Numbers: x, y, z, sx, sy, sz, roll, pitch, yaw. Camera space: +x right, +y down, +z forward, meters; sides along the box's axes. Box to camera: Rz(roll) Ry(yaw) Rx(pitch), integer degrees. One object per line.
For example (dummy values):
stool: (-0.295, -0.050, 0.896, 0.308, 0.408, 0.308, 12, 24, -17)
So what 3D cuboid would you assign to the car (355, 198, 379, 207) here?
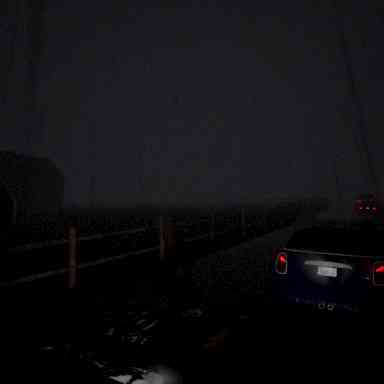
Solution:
car: (17.790, 1.589, 33.676, 2.033, 1.411, 5.357, 0, 0, 28)

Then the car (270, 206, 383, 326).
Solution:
car: (3.336, 1.358, 7.425, 2.097, 1.767, 4.553, 0, 0, 30)

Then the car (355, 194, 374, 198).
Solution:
car: (22.408, 1.286, 43.006, 2.150, 2.045, 5.566, 0, 0, 26)
